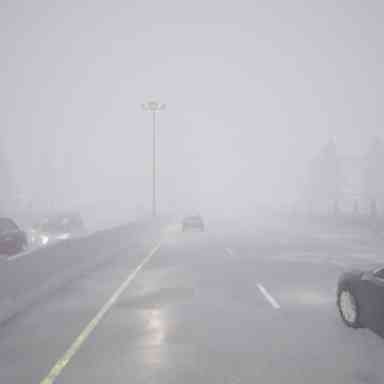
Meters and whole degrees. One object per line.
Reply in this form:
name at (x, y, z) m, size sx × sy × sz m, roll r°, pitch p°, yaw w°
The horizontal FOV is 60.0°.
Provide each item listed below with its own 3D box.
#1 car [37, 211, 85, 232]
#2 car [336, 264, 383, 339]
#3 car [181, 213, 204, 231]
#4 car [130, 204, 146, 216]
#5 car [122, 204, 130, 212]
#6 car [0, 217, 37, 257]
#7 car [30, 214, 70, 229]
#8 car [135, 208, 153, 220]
car at (-10.603, 2.380, 27.751) m, size 2.097 × 1.767 × 4.553 m, roll 0°, pitch -2°, yaw 0°
car at (3.595, 1.547, 4.279) m, size 1.837 × 1.490 × 4.892 m, roll 0°, pitch -1°, yaw 0°
car at (0.077, 2.621, 29.913) m, size 2.128 × 1.511 × 4.902 m, roll 0°, pitch -3°, yaw 0°
car at (-10.551, 3.634, 67.575) m, size 2.150 × 2.045 × 5.566 m, roll 0°, pitch 1°, yaw 0°
car at (-14.055, 3.506, 73.661) m, size 2.097 × 1.767 × 4.553 m, roll 0°, pitch 2°, yaw 0°
car at (-7.105, 1.591, 10.453) m, size 2.097 × 1.767 × 4.553 m, roll 0°, pitch -2°, yaw 0°
car at (-14.109, 2.889, 33.381) m, size 1.895 × 1.301 × 4.718 m, roll 0°, pitch -3°, yaw 0°
car at (-7.087, 3.613, 51.141) m, size 1.837 × 1.490 × 4.892 m, roll 0°, pitch -3°, yaw 1°
